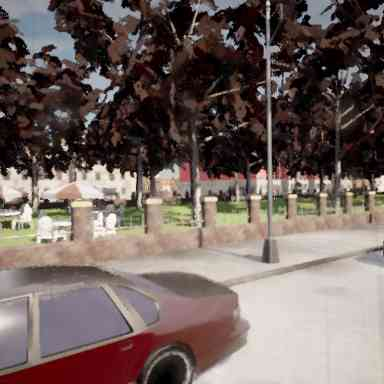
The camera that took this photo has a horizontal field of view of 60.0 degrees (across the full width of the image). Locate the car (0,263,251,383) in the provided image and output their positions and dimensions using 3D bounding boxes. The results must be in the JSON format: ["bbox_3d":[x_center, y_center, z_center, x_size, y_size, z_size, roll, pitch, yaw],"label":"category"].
[{"bbox_3d":[-1.840,1.542,3.295,5.357,1.411,2.033,-1,1,-35],"label":"car"}]
